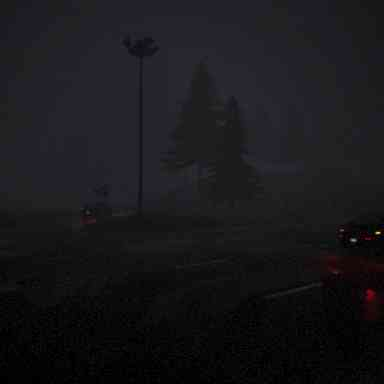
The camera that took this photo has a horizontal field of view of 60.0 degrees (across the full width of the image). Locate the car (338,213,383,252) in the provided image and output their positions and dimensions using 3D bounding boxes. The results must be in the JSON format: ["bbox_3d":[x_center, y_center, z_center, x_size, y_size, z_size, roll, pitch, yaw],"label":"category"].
[{"bbox_3d":[7.837,1.593,13.603,4.674,1.442,1.812,0,0,-35],"label":"car"}]

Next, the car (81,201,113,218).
[{"bbox_3d":[-8.797,1.576,30.936,1.812,1.442,4.674,0,0,3],"label":"car"}]
